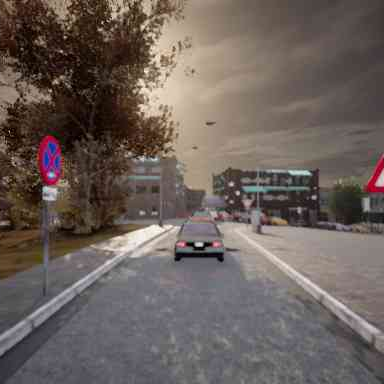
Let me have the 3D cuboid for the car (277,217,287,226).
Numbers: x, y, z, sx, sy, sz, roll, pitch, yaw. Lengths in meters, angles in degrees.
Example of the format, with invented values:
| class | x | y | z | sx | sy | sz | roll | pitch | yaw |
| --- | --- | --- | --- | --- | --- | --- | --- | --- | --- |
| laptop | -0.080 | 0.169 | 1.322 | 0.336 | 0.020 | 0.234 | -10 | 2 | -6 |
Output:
| class | x | y | z | sx | sy | sz | roll | pitch | yaw |
| --- | --- | --- | --- | --- | --- | --- | --- | --- | --- |
| car | 13.602 | 4.874 | 55.963 | 1.946 | 1.575 | 5.366 | 7 | -5 | -30 |

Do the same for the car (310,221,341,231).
| class | x | y | z | sx | sy | sz | roll | pitch | yaw |
| --- | --- | --- | --- | --- | --- | --- | --- | --- | --- |
| car | 22.572 | 5.808 | 57.333 | 2.002 | 1.452 | 4.674 | 7 | -5 | -29 |

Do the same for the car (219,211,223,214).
| class | x | y | z | sx | sy | sz | roll | pitch | yaw |
| --- | --- | --- | --- | --- | --- | --- | --- | --- | --- |
| car | 1.922 | 3.580 | 53.628 | 2.435 | 2.045 | 5.566 | 2 | -4 | -30 |

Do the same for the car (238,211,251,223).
| class | x | y | z | sx | sy | sz | roll | pitch | yaw |
| --- | --- | --- | --- | --- | --- | --- | --- | --- | --- |
| car | 7.773 | 4.145 | 54.712 | 2.185 | 1.767 | 4.553 | 7 | -5 | -30 |

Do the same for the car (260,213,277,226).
| class | x | y | z | sx | sy | sz | roll | pitch | yaw |
| --- | --- | --- | --- | --- | --- | --- | --- | --- | --- |
| car | 10.770 | 4.323 | 55.271 | 2.435 | 2.045 | 5.566 | 8 | -5 | -30 |

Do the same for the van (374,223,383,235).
| class | x | y | z | sx | sy | sz | roll | pitch | yaw |
| --- | --- | --- | --- | --- | --- | --- | --- | --- | --- |
| van | 31.565 | 6.437 | 58.746 | 1.878 | 1.987 | 4.442 | 8 | -5 | -29 |

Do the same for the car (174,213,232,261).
| class | x | y | z | sx | sy | sz | roll | pitch | yaw |
| --- | --- | --- | --- | --- | --- | --- | --- | --- | --- |
| car | 0.292 | 1.810 | 13.422 | 2.033 | 1.411 | 5.357 | 0 | -1 | 1 |

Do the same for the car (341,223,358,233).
| class | x | y | z | sx | sy | sz | roll | pitch | yaw |
| --- | --- | --- | --- | --- | --- | --- | --- | --- | --- |
| car | 25.542 | 6.108 | 57.844 | 2.002 | 1.452 | 4.674 | 8 | -5 | -29 |

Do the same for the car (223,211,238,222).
| class | x | y | z | sx | sy | sz | roll | pitch | yaw |
| --- | --- | --- | --- | --- | --- | --- | --- | --- | --- |
| car | 4.801 | 3.884 | 54.215 | 2.185 | 1.767 | 4.553 | 5 | -5 | -31 |

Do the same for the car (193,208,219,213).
| class | x | y | z | sx | sy | sz | roll | pitch | yaw |
| --- | --- | --- | --- | --- | --- | --- | --- | --- | --- |
| car | 0.752 | 2.259 | 25.917 | 2.097 | 1.767 | 4.553 | 0 | -3 | 2 |

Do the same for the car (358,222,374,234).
| class | x | y | z | sx | sy | sz | roll | pitch | yaw |
| --- | --- | --- | --- | --- | --- | --- | --- | --- | --- |
| car | 28.422 | 6.367 | 58.498 | 1.946 | 1.575 | 5.366 | 7 | -5 | -29 |
